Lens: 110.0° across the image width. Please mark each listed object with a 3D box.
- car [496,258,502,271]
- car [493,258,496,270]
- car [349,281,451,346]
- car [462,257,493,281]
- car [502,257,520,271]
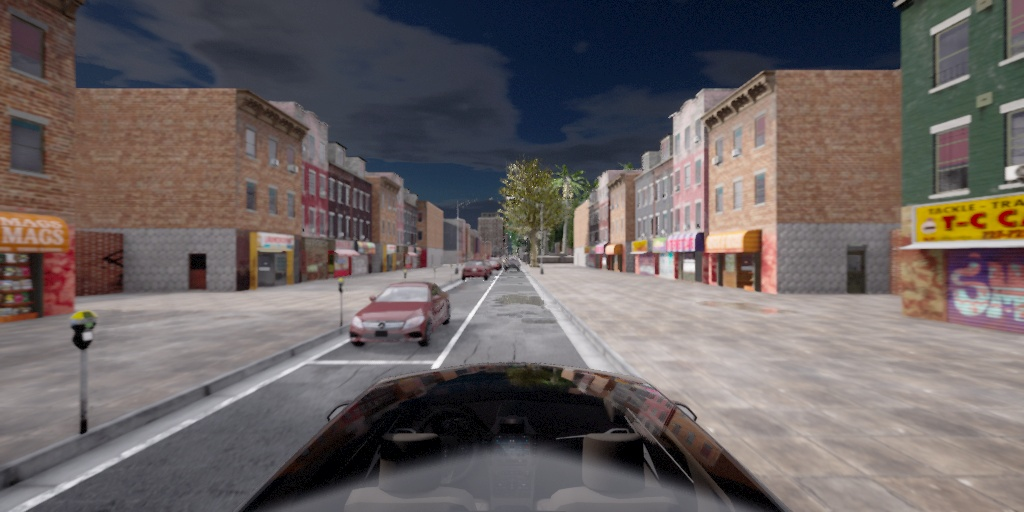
[{"bbox_3d":[-2.631,1.312,48.614,1.888,1.381,4.507,0,0,0],"label":"car"},{"bbox_3d":[-3.010,1.239,37.613,1.882,1.535,5.008,0,0,0],"label":"car"},{"bbox_3d":[-2.637,1.333,9.332,1.802,1.307,4.207,0,0,0],"label":"car"},{"bbox_3d":[-2.984,1.111,30.583,2.097,1.767,4.553,0,0,0],"label":"car"},{"bbox_3d":[0.006,1.176,45.575,1.895,1.301,4.718,0,0,0],"label":"car"}]
